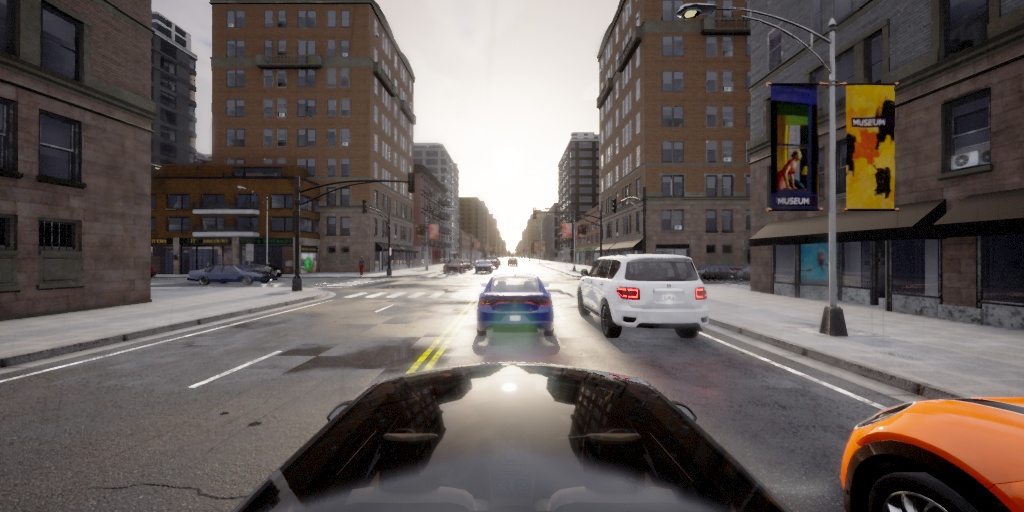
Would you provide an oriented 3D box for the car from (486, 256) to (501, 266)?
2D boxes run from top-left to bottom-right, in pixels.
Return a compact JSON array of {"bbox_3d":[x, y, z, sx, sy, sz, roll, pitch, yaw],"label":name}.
[{"bbox_3d":[-3.282,0.964,56.848,2.150,2.045,5.566,0,0,0],"label":"car"}]

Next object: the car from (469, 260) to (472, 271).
[{"bbox_3d":[-6.546,1.251,50.363,1.837,1.490,4.892,0,0,1],"label":"car"}]

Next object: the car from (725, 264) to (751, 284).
[{"bbox_3d":[18.017,1.275,25.393,4.902,1.511,2.128,0,0,1],"label":"car"}]

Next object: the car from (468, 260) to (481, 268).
[{"bbox_3d":[-6.512,1.343,62.201,1.895,1.301,4.718,0,0,-1],"label":"car"}]

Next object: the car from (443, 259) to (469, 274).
[{"bbox_3d":[-6.559,1.101,41.311,2.097,1.767,4.553,0,0,0],"label":"car"}]

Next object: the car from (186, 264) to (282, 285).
[{"bbox_3d":[-19.624,1.290,25.241,5.357,1.411,2.033,0,0,0],"label":"car"}]

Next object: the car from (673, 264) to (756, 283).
[{"bbox_3d":[15.868,1.338,28.322,5.357,1.411,2.033,0,0,0],"label":"car"}]

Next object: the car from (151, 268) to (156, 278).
[{"bbox_3d":[-33.118,1.343,30.809,4.207,1.307,1.802,0,0,0],"label":"car"}]

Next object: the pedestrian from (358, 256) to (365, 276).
[{"bbox_3d":[-14.110,0.919,33.569,0.375,1.860,0.375,0,0,0],"label":"pedestrian"}]

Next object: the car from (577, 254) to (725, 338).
[{"bbox_3d":[3.341,0.972,10.295,2.150,2.045,5.566,0,0,0],"label":"car"}]

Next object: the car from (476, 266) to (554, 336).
[{"bbox_3d":[0.090,1.228,10.436,1.882,1.535,5.008,0,0,0],"label":"car"}]

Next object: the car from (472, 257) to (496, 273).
[{"bbox_3d":[-3.309,1.226,43.047,1.882,1.535,5.008,0,0,0],"label":"car"}]

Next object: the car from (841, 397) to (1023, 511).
[{"bbox_3d":[3.343,1.102,0.585,2.097,1.767,4.553,0,0,0],"label":"car"}]
